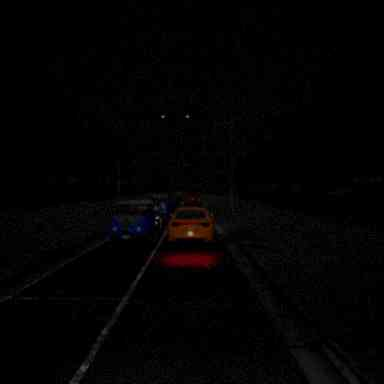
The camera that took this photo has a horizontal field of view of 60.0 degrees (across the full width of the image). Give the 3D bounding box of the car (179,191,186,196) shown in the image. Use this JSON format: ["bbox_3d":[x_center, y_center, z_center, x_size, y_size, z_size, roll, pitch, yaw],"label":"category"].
[{"bbox_3d":[-2.626,0.449,92.867,2.008,1.369,4.403,1,1,0],"label":"car"}]

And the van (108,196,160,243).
[{"bbox_3d":[-2.629,1.249,15.297,1.690,1.788,3.998,0,0,0],"label":"van"}]

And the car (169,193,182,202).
[{"bbox_3d":[-2.625,0.922,54.090,1.802,1.307,4.206,1,1,0],"label":"car"}]

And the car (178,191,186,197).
[{"bbox_3d":[-2.626,0.499,87.325,1.887,1.381,4.507,1,1,0],"label":"car"}]

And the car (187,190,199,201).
[{"bbox_3d":[0.104,0.617,59.491,2.097,1.767,4.553,0,1,0],"label":"car"}]

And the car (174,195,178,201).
[{"bbox_3d":[-2.625,1.263,31.935,1.947,1.339,4.313,1,1,0],"label":"car"}]

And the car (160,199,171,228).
[{"bbox_3d":[-2.629,1.401,20.845,2.008,1.369,4.403,1,1,0],"label":"car"}]

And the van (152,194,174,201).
[{"bbox_3d":[-2.625,1.121,26.387,1.690,1.788,3.998,1,1,0],"label":"van"}]

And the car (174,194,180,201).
[{"bbox_3d":[-2.623,1.186,37.474,1.802,1.307,4.206,1,1,0],"label":"car"}]

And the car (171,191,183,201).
[{"bbox_3d":[-2.623,0.704,59.626,1.967,1.590,4.097,1,1,0],"label":"car"}]

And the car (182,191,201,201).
[{"bbox_3d":[0.104,0.867,42.819,2.097,1.767,4.553,0,1,0],"label":"car"}]

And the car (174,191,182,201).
[{"bbox_3d":[-2.623,0.988,48.550,1.947,1.339,4.313,1,1,0],"label":"car"}]

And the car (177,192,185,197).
[{"bbox_3d":[-2.626,0.577,81.785,1.947,1.339,4.313,1,1,0],"label":"car"}]

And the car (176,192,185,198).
[{"bbox_3d":[-2.626,0.618,76.245,2.008,1.369,4.403,1,1,0],"label":"car"}]

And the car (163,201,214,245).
[{"bbox_3d":[-0.042,1.388,14.997,1.882,1.535,5.008,0,0,0],"label":"car"}]

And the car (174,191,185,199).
[{"bbox_3d":[-2.624,0.567,70.704,1.967,1.590,4.097,1,1,0],"label":"car"}]
